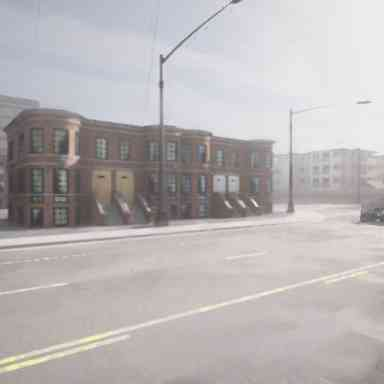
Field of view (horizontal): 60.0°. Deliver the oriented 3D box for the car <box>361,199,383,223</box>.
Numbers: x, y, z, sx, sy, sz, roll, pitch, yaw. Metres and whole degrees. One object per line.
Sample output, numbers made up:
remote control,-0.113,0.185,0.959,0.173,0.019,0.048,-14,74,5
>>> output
car,13.795,1.352,24.592,2.097,1.767,4.553,0,0,30
